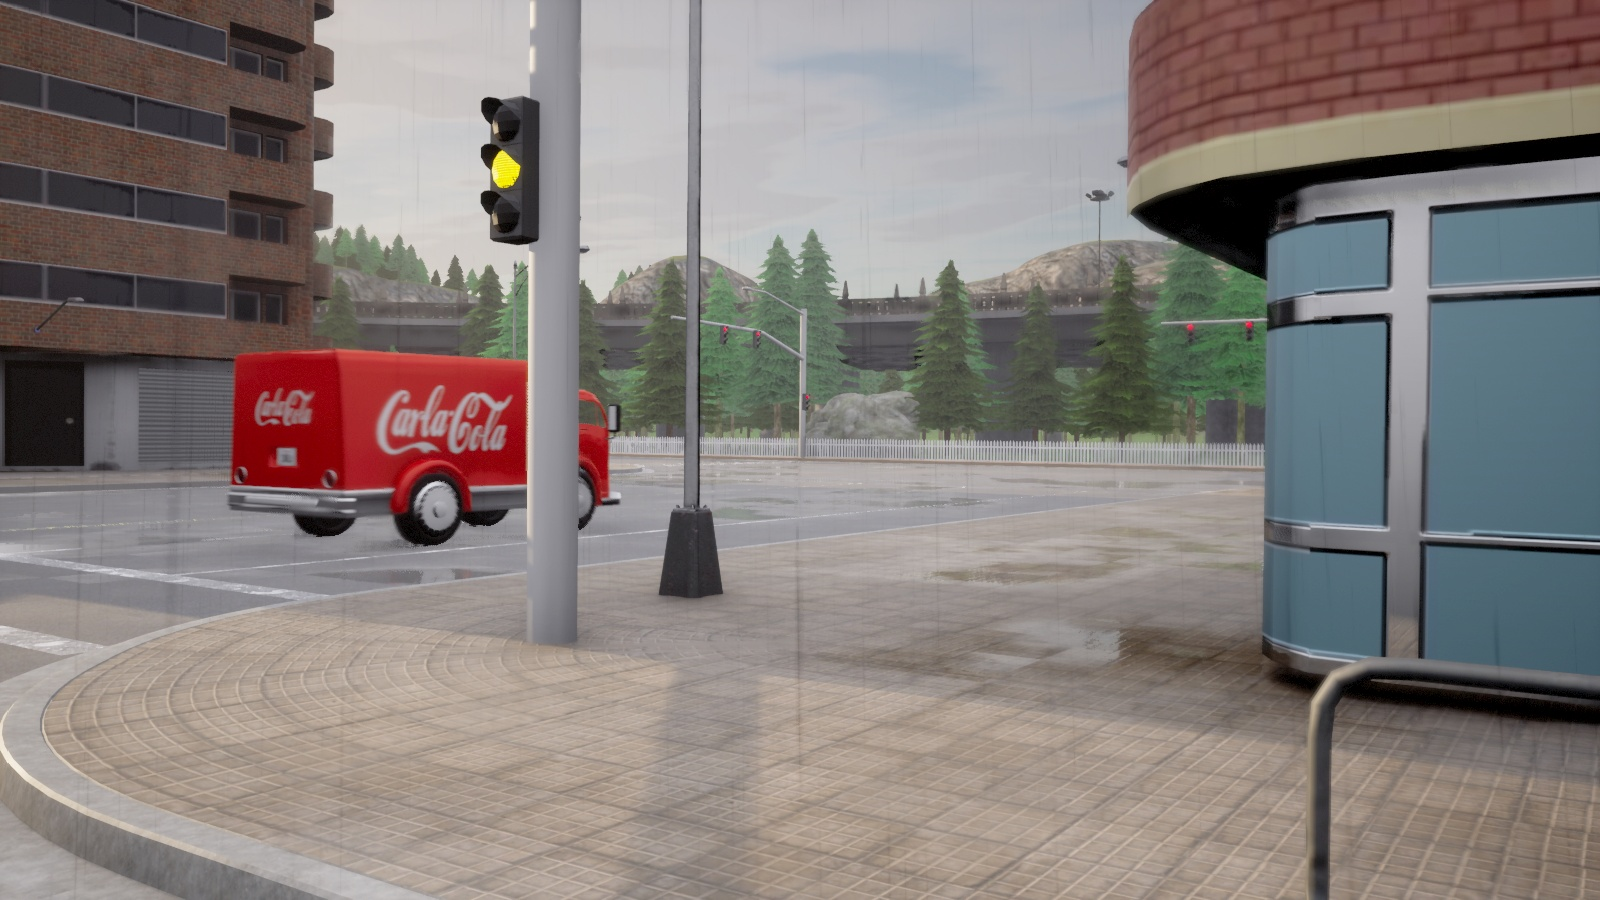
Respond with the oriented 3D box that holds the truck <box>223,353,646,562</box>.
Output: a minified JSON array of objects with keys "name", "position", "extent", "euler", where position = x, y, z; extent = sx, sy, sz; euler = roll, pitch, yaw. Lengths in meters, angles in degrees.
[{"name":"truck","position":[-4.893,0.048,17.659],"extent":[2.627,2.467,5.204],"euler":[0,1,34]}]
